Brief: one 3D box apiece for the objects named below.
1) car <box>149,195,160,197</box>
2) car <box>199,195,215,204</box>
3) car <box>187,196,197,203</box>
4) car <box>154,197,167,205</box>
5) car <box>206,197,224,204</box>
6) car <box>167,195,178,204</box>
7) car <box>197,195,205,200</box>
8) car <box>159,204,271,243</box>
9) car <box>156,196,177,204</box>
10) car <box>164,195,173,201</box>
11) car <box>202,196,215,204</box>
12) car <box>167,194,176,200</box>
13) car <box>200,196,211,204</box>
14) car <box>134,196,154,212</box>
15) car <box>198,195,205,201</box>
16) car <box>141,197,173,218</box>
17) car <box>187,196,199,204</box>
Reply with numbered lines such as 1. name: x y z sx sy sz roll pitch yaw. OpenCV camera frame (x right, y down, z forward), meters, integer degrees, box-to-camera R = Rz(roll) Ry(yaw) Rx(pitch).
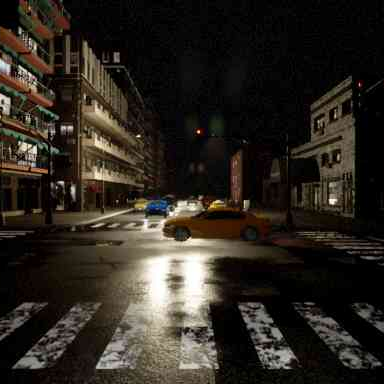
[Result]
1. car: -5.739 1.351 50.410 2.192 1.841 5.009 0 0 0
2. car: 2.642 1.351 50.420 2.192 1.841 5.009 0 0 0
3. car: -0.026 1.613 70.617 2.033 1.411 5.357 0 0 0
4. car: -5.751 1.603 61.488 2.008 1.369 4.403 0 0 0
5. car: 2.658 1.544 33.972 1.752 1.417 4.829 0 0 0
6. car: -3.126 1.541 50.008 1.837 1.490 4.892 0 0 0
7. car: 2.594 1.670 94.733 2.008 1.369 4.403 0 0 0
8. car: 1.151 1.496 15.659 5.008 1.535 1.882 0 0 0
9. car: -3.123 1.550 39.940 1.812 1.442 4.674 0 0 0
10. car: -5.774 1.534 83.645 1.967 1.590 4.097 0 0 0
11. car: 2.647 1.612 44.880 1.802 1.307 4.206 0 0 0
12. car: -5.785 1.434 94.725 2.192 1.841 5.009 0 0 0
13. car: 2.624 1.613 67.037 2.008 1.369 4.403 0 0 0
14. car: -5.728 1.549 39.161 1.752 1.417 4.829 0 0 0
15. car: 2.600 1.632 89.364 1.752 1.417 4.829 0 0 0
16. car: -3.131 1.494 30.662 1.882 1.535 5.008 0 0 0
17. car: 0.036 1.652 60.408 1.895 1.301 4.718 0 0 0
